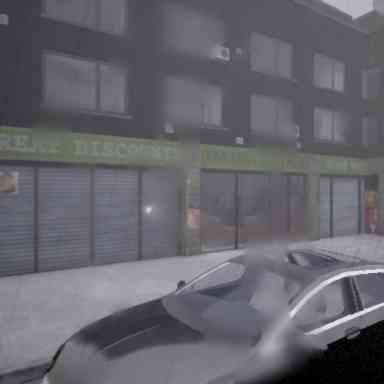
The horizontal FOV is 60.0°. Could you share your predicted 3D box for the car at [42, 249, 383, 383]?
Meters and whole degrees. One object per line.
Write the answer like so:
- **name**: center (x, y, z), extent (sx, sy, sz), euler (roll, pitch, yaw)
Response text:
- **car**: center (0.990, 1.483, 3.698), extent (4.902, 1.511, 2.128), euler (0, 0, -32)
